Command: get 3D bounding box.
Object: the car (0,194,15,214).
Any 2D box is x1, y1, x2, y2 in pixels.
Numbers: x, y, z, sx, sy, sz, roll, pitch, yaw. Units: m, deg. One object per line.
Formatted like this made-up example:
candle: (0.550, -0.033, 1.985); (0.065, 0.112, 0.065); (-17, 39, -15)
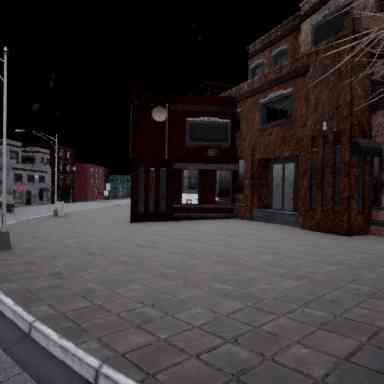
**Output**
car: (-20.236, 1.264, 33.969); (2.150, 2.045, 5.566); (1, 0, -3)
